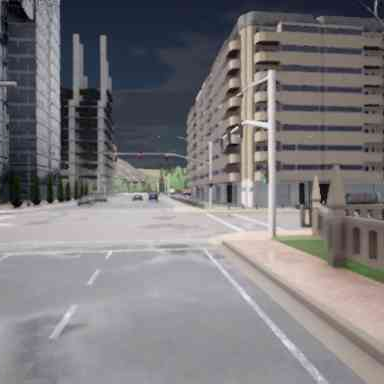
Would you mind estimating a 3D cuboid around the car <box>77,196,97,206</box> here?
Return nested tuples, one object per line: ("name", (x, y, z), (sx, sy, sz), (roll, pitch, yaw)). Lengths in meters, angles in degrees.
("car", (-16.624, 1.425, 51.989), (1.837, 1.490, 4.892), (0, 0, -6))

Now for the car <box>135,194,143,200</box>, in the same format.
("car", (-13.500, 1.284, 85.351), (1.882, 1.535, 5.008), (0, 0, -7))

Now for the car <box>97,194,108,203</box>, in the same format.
("car", (-18.420, 1.237, 67.543), (2.097, 1.767, 4.553), (0, 0, -7))

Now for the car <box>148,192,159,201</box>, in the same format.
("car", (-8.751, 1.042, 75.109), (2.150, 2.045, 5.566), (0, 0, -7))

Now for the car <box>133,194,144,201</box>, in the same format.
("car", (-12.301, 1.186, 75.328), (2.097, 1.767, 4.553), (0, 0, -7))

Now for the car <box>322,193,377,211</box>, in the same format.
("car", (15.661, 1.119, 32.806), (5.566, 2.045, 2.150), (0, 0, -7))

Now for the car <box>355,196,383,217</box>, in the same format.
("car", (17.665, 1.390, 29.530), (4.902, 1.511, 2.128), (0, 0, -7))
